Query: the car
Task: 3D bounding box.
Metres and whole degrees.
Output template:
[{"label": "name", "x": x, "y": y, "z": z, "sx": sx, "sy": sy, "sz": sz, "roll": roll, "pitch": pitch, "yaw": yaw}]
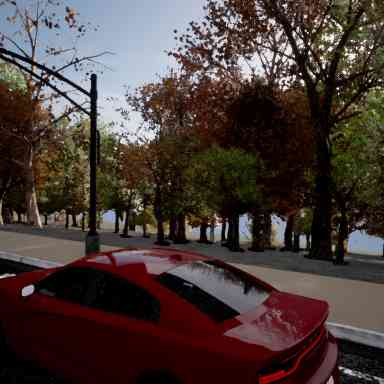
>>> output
[{"label": "car", "x": -0.849, "y": 1.477, "z": 4.283, "sx": 5.008, "sy": 1.535, "sz": 1.882, "roll": 0, "pitch": 0, "yaw": 35}]
